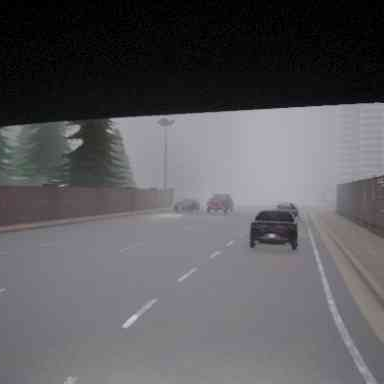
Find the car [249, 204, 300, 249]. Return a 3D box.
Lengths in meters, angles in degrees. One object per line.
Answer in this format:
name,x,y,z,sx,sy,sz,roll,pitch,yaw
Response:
car,3.744,1.513,14.936,1.882,1.535,5.008,1,0,17

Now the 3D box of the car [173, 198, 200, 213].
car,-0.512,1.458,36.664,2.128,1.511,4.902,1,0,18

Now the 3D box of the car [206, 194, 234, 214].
car,3.189,1.229,36.711,2.150,2.045,5.566,1,0,18
